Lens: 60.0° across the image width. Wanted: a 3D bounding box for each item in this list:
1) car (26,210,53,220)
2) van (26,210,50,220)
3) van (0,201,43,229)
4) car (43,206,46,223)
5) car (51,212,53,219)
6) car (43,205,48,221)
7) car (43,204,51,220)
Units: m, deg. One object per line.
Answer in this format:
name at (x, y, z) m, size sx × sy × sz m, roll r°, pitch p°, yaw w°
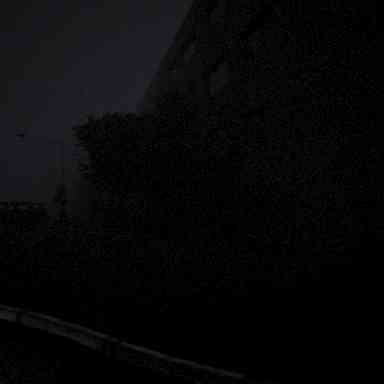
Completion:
car at (-35.224, 5.277, 76.840) m, size 5.566 × 2.045 × 2.435 m, roll 0°, pitch -4°, yaw -22°
van at (-31.952, 4.769, 69.138) m, size 4.442 × 1.987 × 1.878 m, roll 0°, pitch -4°, yaw -22°
van at (-12.828, 1.639, 22.764) m, size 4.442 × 1.987 × 1.878 m, roll 0°, pitch -3°, yaw -22°
car at (-13.965, 2.029, 25.292) m, size 4.792 × 1.488 × 2.163 m, roll 0°, pitch -3°, yaw -22°
car at (-28.918, 4.469, 61.462) m, size 5.008 × 1.535 × 2.097 m, roll 0°, pitch -4°, yaw -22°
car at (-15.072, 2.159, 27.896) m, size 5.008 × 1.535 × 2.097 m, roll 0°, pitch -4°, yaw -23°
car at (-16.144, 2.078, 30.423) m, size 5.566 × 2.045 × 2.435 m, roll 0°, pitch -4°, yaw -22°
